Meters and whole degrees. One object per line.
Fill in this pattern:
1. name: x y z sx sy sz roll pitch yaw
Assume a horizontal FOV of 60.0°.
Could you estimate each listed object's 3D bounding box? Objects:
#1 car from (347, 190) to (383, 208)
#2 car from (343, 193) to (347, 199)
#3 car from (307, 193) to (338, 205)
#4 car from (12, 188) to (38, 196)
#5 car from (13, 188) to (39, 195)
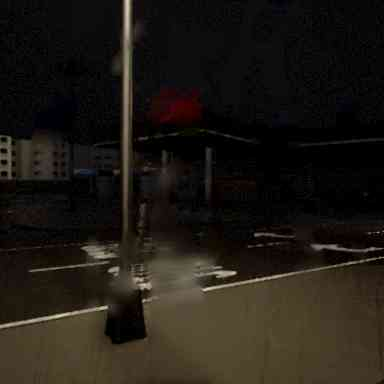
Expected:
1. car: 19.414 0.786 35.843 4.611 1.667 2.242 0 1 -30
2. car: 30.902 0.450 62.572 2.097 1.767 4.553 0 1 -32
3. car: 15.832 0.839 40.402 3.806 1.475 1.970 0 1 -30
4. car: -35.636 -0.009 70.548 2.128 1.511 4.902 1 1 24
5. car: -37.306 -0.147 74.880 1.882 1.535 5.008 1 1 27
